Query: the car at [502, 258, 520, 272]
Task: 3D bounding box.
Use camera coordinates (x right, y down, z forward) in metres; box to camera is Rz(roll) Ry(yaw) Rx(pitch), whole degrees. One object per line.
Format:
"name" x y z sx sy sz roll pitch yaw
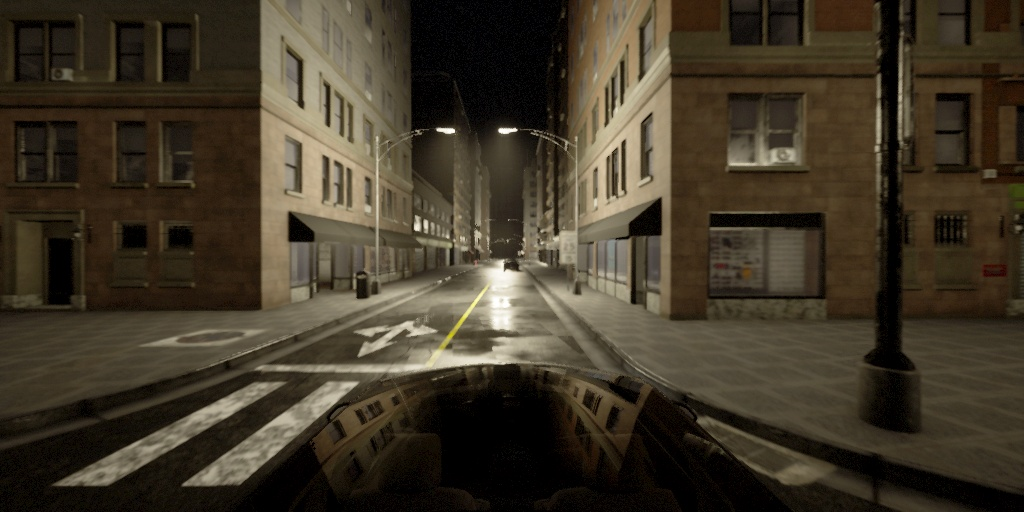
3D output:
"car" -0.077 1.065 42.052 2.128 1.511 4.902 0 0 0
